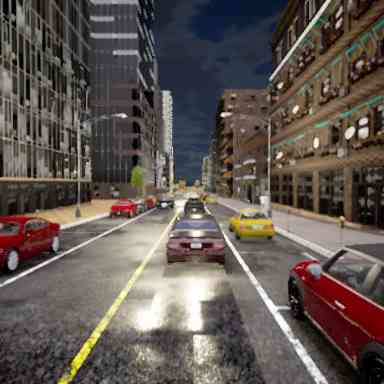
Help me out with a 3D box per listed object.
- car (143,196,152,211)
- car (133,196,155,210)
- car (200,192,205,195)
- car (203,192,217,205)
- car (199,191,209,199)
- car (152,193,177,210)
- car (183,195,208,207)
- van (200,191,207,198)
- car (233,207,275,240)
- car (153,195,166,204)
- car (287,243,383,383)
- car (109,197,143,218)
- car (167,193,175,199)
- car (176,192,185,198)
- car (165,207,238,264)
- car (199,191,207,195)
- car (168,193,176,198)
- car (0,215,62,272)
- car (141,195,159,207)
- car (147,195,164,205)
[{"bbox_3d":[-5.534,1.305,33.187,2.008,1.369,4.403,-1,0,0],"label":"car"},{"bbox_3d":[-5.509,1.260,38.884,1.887,1.381,4.507,-1,0,0],"label":"car"},{"bbox_3d":[2.935,1.117,61.516,1.887,1.381,4.507,-1,0,0],"label":"car"},{"bbox_3d":[2.887,1.171,50.290,1.752,1.417,4.829,-1,0,0],"label":"car"},{"bbox_3d":[3.029,0.740,84.304,2.192,1.841,5.009,-1,0,0],"label":"car"},{"bbox_3d":[-2.934,1.216,37.871,2.128,1.511,4.902,0,0,0],"label":"car"},{"bbox_3d":[0.223,1.277,31.170,1.837,1.490,4.892,0,0,0],"label":"car"},{"bbox_3d":[3.054,0.730,90.001,1.690,1.788,3.998,-1,0,0],"label":"van"},{"bbox_3d":[2.740,1.407,16.107,1.752,1.417,4.829,-1,0,0],"label":"car"},{"bbox_3d":[-5.435,1.185,55.979,1.802,1.307,4.206,-1,0,0],"label":"car"},{"bbox_3d":[2.689,1.407,4.542,1.967,1.590,4.097,-1,0,0],"label":"car"},{"bbox_3d":[-5.558,1.339,27.489,1.887,1.381,4.507,-1,0,0],"label":"car"},{"bbox_3d":[-5.314,0.944,84.296,1.752,1.417,4.829,-1,0,0],"label":"car"},{"bbox_3d":[-2.665,0.612,78.562,2.033,1.411,5.357,0,0,0],"label":"car"},{"bbox_3d":[0.131,1.462,11.395,2.033,1.411,5.357,0,0,0],"label":"car"},{"bbox_3d":[2.985,1.022,73.080,1.752,1.417,4.829,-1,0,0],"label":"car"},{"bbox_3d":[-5.288,0.927,90.164,1.887,1.381,4.507,-1,0,0],"label":"car"},{"bbox_3d":[-5.631,1.462,10.396,1.887,1.381,4.507,-1,0,0],"label":"car"},{"bbox_3d":[-5.486,1.204,44.412,1.752,1.417,4.829,-1,0,0],"label":"car"},{"bbox_3d":[-5.460,1.185,50.281,1.887,1.381,4.507,-1,0,0],"label":"car"}]
